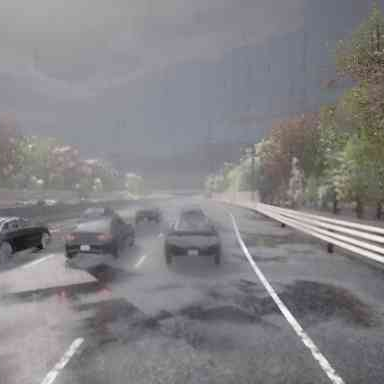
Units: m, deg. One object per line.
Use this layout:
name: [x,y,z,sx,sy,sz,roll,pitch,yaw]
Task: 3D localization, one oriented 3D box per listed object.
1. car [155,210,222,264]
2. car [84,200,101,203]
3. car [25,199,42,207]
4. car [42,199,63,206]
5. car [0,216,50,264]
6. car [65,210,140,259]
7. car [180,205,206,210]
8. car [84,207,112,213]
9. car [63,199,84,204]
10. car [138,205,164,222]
car: [0.048,1.622,12.343,2.128,1.511,4.902,0,-1,0]
car: [-17.519,2.199,60.227,1.812,1.442,4.674,0,-1,1]
car: [-28.013,2.018,59.575,2.097,1.767,4.553,0,-1,1]
car: [-24.513,2.167,60.020,2.128,1.511,4.902,0,-1,1]
car: [-6.954,1.621,12.261,2.128,1.511,4.902,0,-1,1]
car: [-3.446,1.664,13.093,1.812,1.442,4.674,0,0,1]
car: [0.050,1.799,27.389,1.837,1.490,4.892,0,0,0]
car: [-6.968,1.817,25.233,2.033,1.411,5.357,0,-1,0]
car: [-21.016,2.024,60.138,2.097,1.767,4.553,0,-1,1]
car: [-3.451,1.799,27.385,1.837,1.490,4.892,0,0,0]
